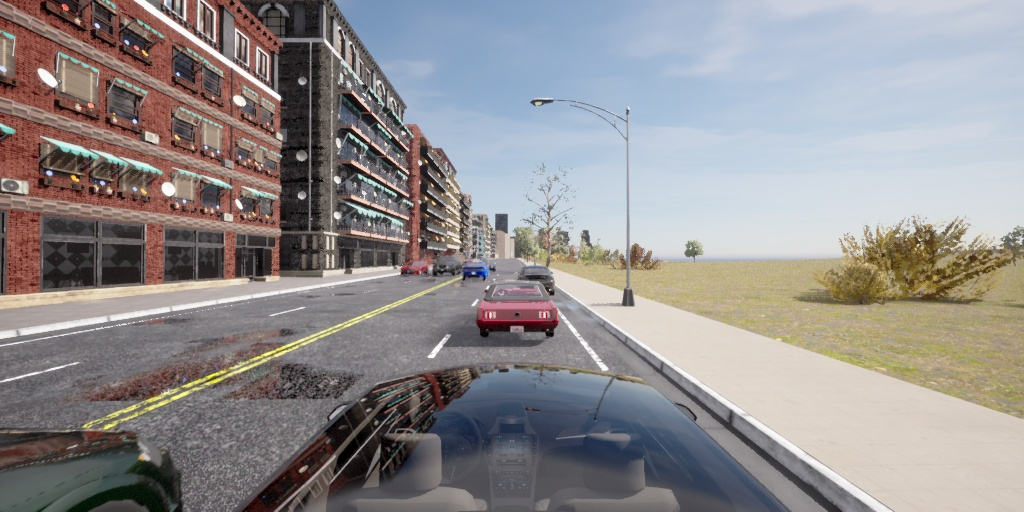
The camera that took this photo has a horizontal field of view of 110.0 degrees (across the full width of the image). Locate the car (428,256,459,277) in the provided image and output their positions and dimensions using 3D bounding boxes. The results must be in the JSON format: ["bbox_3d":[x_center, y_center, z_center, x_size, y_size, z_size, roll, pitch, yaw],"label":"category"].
[{"bbox_3d":[-6.453,0.973,36.048,2.150,2.045,5.566,0,0,0],"label":"car"}]

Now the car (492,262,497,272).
[{"bbox_3d":[-2.959,1.352,45.651,1.895,1.301,4.718,0,0,0],"label":"car"}]

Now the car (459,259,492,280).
[{"bbox_3d":[-3.025,1.230,30.706,1.882,1.535,5.008,0,-1,0],"label":"car"}]

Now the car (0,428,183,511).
[{"bbox_3d":[-3.158,1.313,0.592,1.994,1.385,4.181,0,0,0],"label":"car"}]

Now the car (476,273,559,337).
[{"bbox_3d":[0.135,1.352,10.246,1.895,1.301,4.718,0,0,0],"label":"car"}]

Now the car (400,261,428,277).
[{"bbox_3d":[-9.703,1.229,36.067,1.882,1.535,5.008,0,0,0],"label":"car"}]

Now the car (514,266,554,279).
[{"bbox_3d":[1.213,1.257,19.446,1.837,1.490,4.892,0,0,0],"label":"car"}]
